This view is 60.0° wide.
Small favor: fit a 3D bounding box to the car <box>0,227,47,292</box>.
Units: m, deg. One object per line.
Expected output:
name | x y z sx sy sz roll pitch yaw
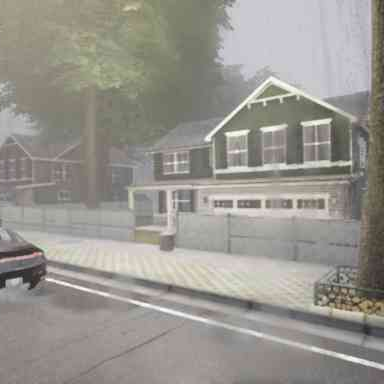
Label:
car | -5.399 1.537 7.839 4.902 1.511 2.128 0 0 35
